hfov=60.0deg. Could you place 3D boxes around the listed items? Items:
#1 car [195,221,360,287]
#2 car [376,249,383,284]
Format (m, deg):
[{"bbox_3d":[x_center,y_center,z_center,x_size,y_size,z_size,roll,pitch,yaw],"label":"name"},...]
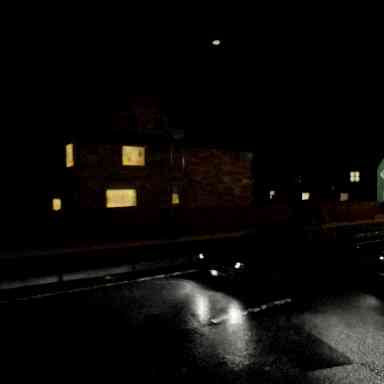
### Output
[{"bbox_3d":[2.706,1.581,9.609,5.357,1.411,2.033,0,0,-36],"label":"car"},{"bbox_3d":[6.469,1.534,8.301,4.902,1.511,2.128,0,0,-36],"label":"car"}]
